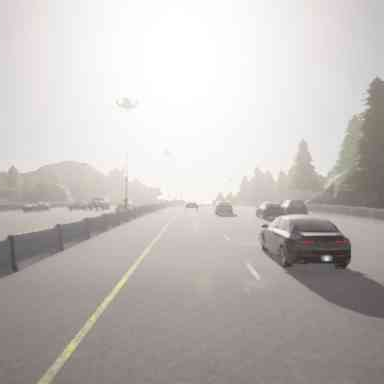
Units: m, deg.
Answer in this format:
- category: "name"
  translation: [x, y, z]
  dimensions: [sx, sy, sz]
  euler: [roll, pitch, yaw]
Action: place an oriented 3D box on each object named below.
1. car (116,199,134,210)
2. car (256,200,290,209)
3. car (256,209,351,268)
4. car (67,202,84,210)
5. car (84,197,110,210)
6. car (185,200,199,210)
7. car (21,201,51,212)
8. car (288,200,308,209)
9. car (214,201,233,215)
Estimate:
- category: "car"
  translation: [-10.557, 1.897, 52.775]
  dimensions: [2.097, 1.767, 4.553]
  euler: [0, -1, 1]
- category: "car"
  translation: [7.094, 1.685, 30.480]
  dimensions: [1.837, 1.490, 4.892]
  euler: [0, -1, 0]
- category: "car"
  translation: [3.598, 1.530, 11.304]
  dimensions: [1.837, 1.490, 4.892]
  euler: [0, 0, 0]
- category: "car"
  translation: [-17.539, 2.115, 51.246]
  dimensions: [1.895, 1.301, 4.718]
  euler: [0, -1, 1]
- category: "car"
  translation: [-14.051, 1.723, 50.558]
  dimensions: [2.150, 2.045, 5.566]
  euler: [0, -1, 1]
- category: "car"
  translation: [-0.011, 1.951, 49.738]
  dimensions: [1.994, 1.385, 4.181]
  euler: [0, -1, 0]
- category: "car"
  translation: [-21.061, 1.945, 45.174]
  dimensions: [2.033, 1.411, 5.357]
  euler: [0, -1, 1]
- category: "car"
  translation: [10.592, 1.594, 35.244]
  dimensions: [2.097, 1.767, 4.553]
  euler: [0, -1, 0]
- category: "car"
  translation: [3.592, 1.766, 38.500]
  dimensions: [1.882, 1.535, 5.008]
  euler: [0, -1, 0]
